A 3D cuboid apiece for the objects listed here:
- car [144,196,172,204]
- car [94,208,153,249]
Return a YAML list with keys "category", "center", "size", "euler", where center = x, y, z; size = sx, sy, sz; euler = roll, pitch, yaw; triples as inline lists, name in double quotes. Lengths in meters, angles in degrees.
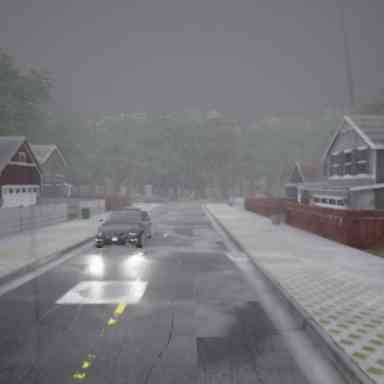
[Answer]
- category: "car"
  center: [-6.079, 1.397, 59.795]
  size: [4.902, 1.511, 2.128]
  euler: [1, 1, 0]
- category: "car"
  center: [-2.848, 1.493, 14.691]
  size: [1.837, 1.490, 4.892]
  euler: [0, 0, 0]
